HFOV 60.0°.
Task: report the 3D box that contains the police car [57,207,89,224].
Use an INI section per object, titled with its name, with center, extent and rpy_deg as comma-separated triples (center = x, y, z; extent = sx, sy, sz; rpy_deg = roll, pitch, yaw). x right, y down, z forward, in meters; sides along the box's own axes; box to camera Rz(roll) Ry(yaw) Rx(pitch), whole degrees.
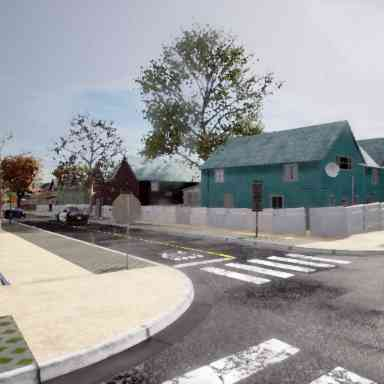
[police car]
center = -12.029, 2.332, 33.223
extent = 2.038, 1.542, 4.974
rpy_deg = 1, -2, -36

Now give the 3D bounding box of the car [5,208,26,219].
[car]
center = -23.313, 2.744, 43.918
extent = 1.994, 1.385, 4.181
rpy_deg = 1, -2, -36
